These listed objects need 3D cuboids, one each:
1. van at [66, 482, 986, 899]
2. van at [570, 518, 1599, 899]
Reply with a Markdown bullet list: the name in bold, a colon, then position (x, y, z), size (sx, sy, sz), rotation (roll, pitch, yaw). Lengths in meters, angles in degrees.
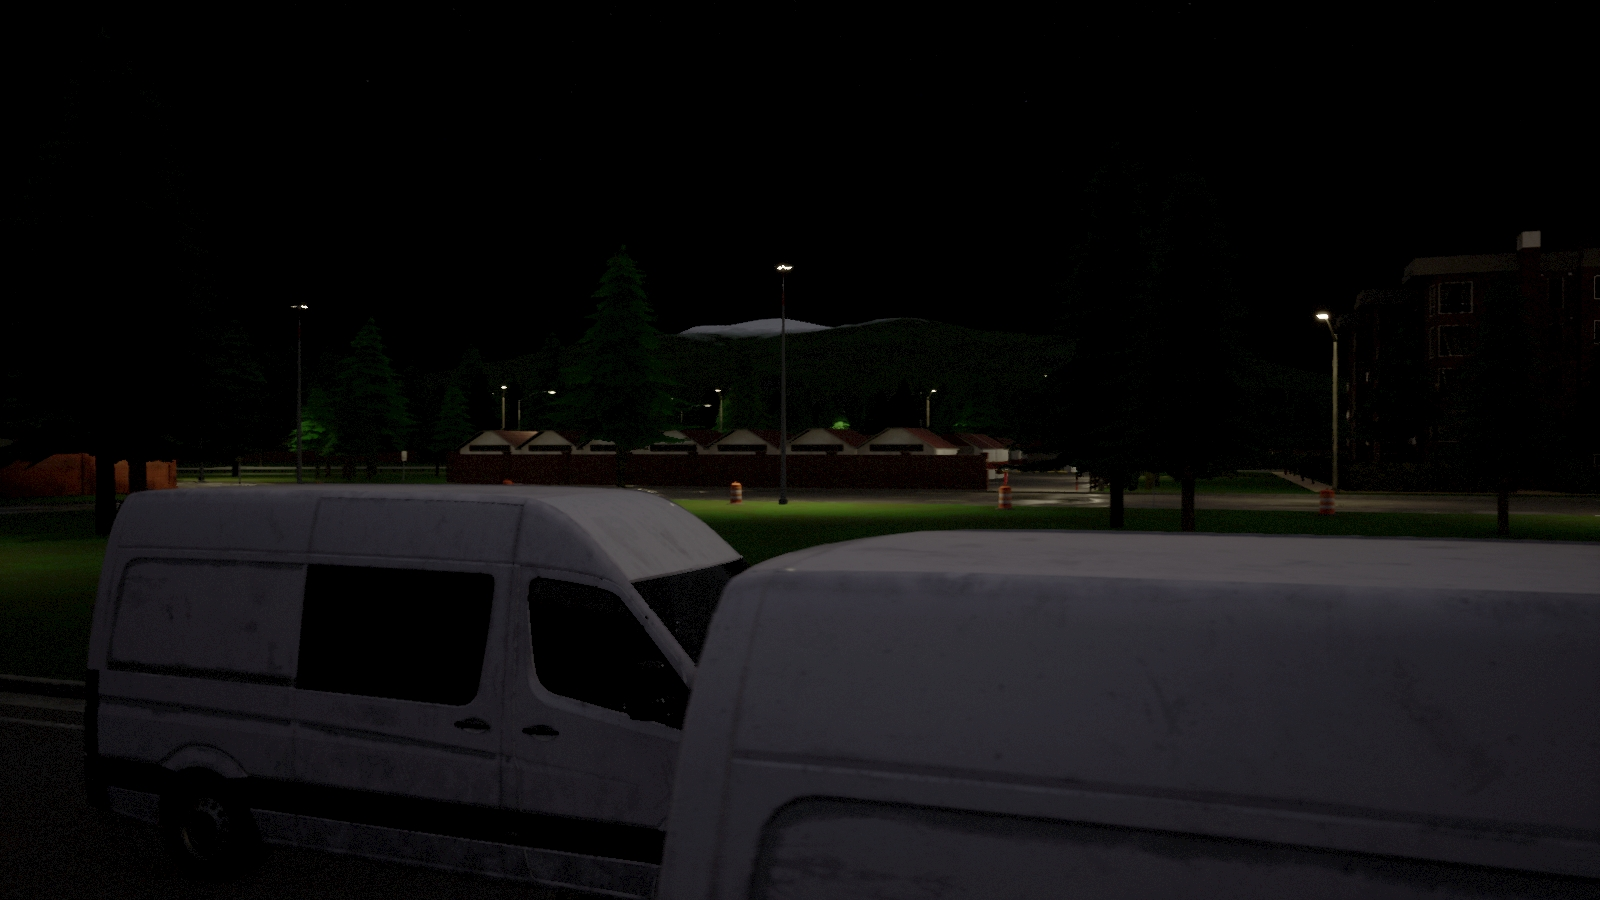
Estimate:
- **van**: position (-1.882, 1.535, 7.713), size (5.915, 2.561, 1.988), rotation (0, 0, 20)
- **van**: position (2.631, 1.534, 2.346), size (5.915, 2.561, 1.988), rotation (0, 0, 20)
